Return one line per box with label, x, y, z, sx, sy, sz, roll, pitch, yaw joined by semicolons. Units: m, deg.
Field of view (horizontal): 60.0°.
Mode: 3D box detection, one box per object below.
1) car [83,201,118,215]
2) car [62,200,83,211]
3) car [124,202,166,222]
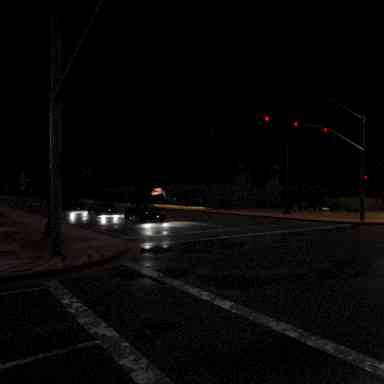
car;-9.087;1.564;33.615;1.994;1.385;4.181;0;0;-35
car;-14.923;1.601;41.825;1.895;1.301;4.718;0;0;-35
car;-3.858;1.526;26.297;1.812;1.442;4.674;0;0;-36
